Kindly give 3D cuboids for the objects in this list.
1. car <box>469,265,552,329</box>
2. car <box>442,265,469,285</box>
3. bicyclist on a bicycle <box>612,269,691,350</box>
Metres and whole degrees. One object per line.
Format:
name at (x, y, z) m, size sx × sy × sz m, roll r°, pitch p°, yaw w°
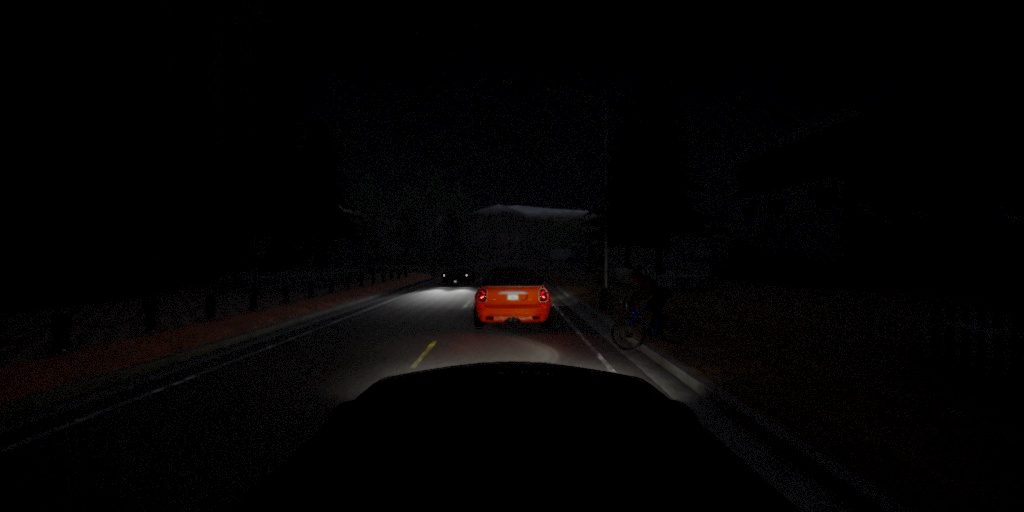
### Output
car at (0.020, 1.071, 11.327) m, size 2.097 × 1.767 × 4.553 m, roll 0°, pitch 0°, yaw 0°
car at (-3.655, 1.321, 25.250) m, size 1.895 × 1.301 × 4.718 m, roll 0°, pitch 0°, yaw 0°
bicyclist on a bicycle at (2.789, 1.070, 7.325) m, size 1.656 × 1.620 × 0.582 m, roll -8°, pitch 0°, yaw 0°
